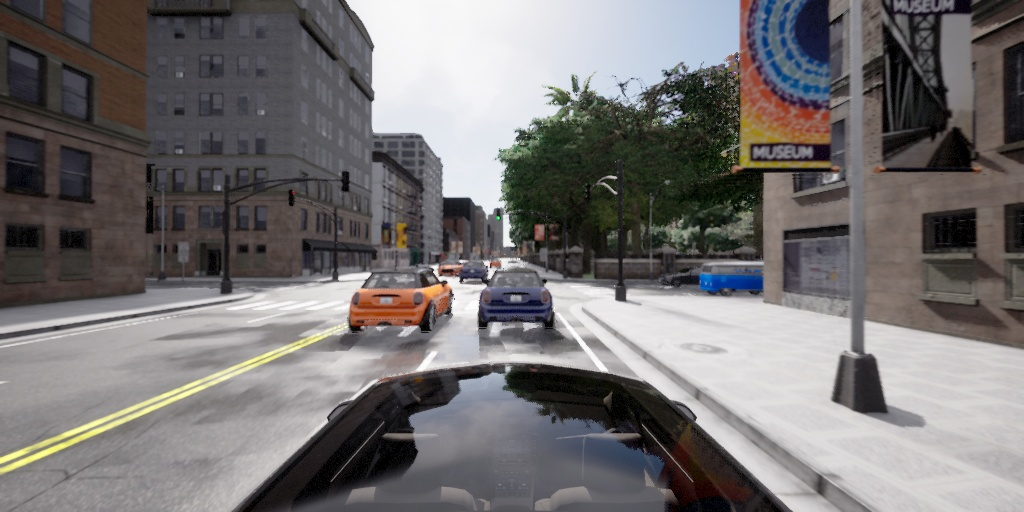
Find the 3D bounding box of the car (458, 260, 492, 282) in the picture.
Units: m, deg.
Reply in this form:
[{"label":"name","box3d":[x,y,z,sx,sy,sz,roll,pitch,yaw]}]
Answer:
[{"label":"car","box3d":[-3.130,1.226,30.396,2.097,1.767,4.553,0,0,0]}]

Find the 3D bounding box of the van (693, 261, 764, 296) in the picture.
[{"label":"van","box3d":[12.171,1.234,19.070,3.998,1.789,1.690,0,0,1]}]

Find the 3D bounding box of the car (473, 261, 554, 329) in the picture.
[{"label":"car","box3d":[0.106,1.147,11.613,2.097,1.767,4.553,0,0,0]}]

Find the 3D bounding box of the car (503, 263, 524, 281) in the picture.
[{"label":"car","box3d":[0.120,1.410,32.929,1.812,1.442,4.674,0,0,0]}]

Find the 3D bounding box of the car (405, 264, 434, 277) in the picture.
[{"label":"car","box3d":[-9.818,1.505,38.478,1.895,1.301,4.718,0,0,0]}]

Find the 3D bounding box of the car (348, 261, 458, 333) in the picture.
[{"label":"car","box3d":[-3.145,1.145,11.099,2.097,1.767,4.553,0,0,0]}]

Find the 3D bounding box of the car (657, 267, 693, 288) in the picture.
[{"label":"car","box3d":[12.612,1.451,25.027,4.674,1.442,1.812,0,0,-1]}]
